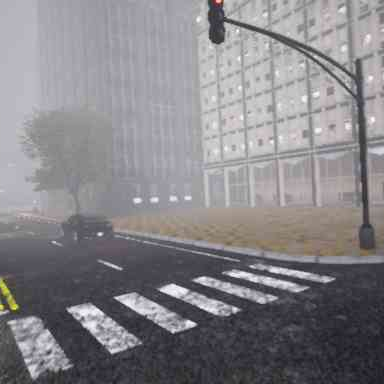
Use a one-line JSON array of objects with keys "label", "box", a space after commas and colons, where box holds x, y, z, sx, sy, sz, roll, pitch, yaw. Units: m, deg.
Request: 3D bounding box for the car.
[{"label": "car", "box": [-5.736, 1.837, 17.931, 1.837, 1.490, 4.892, -2, 0, -34]}]
